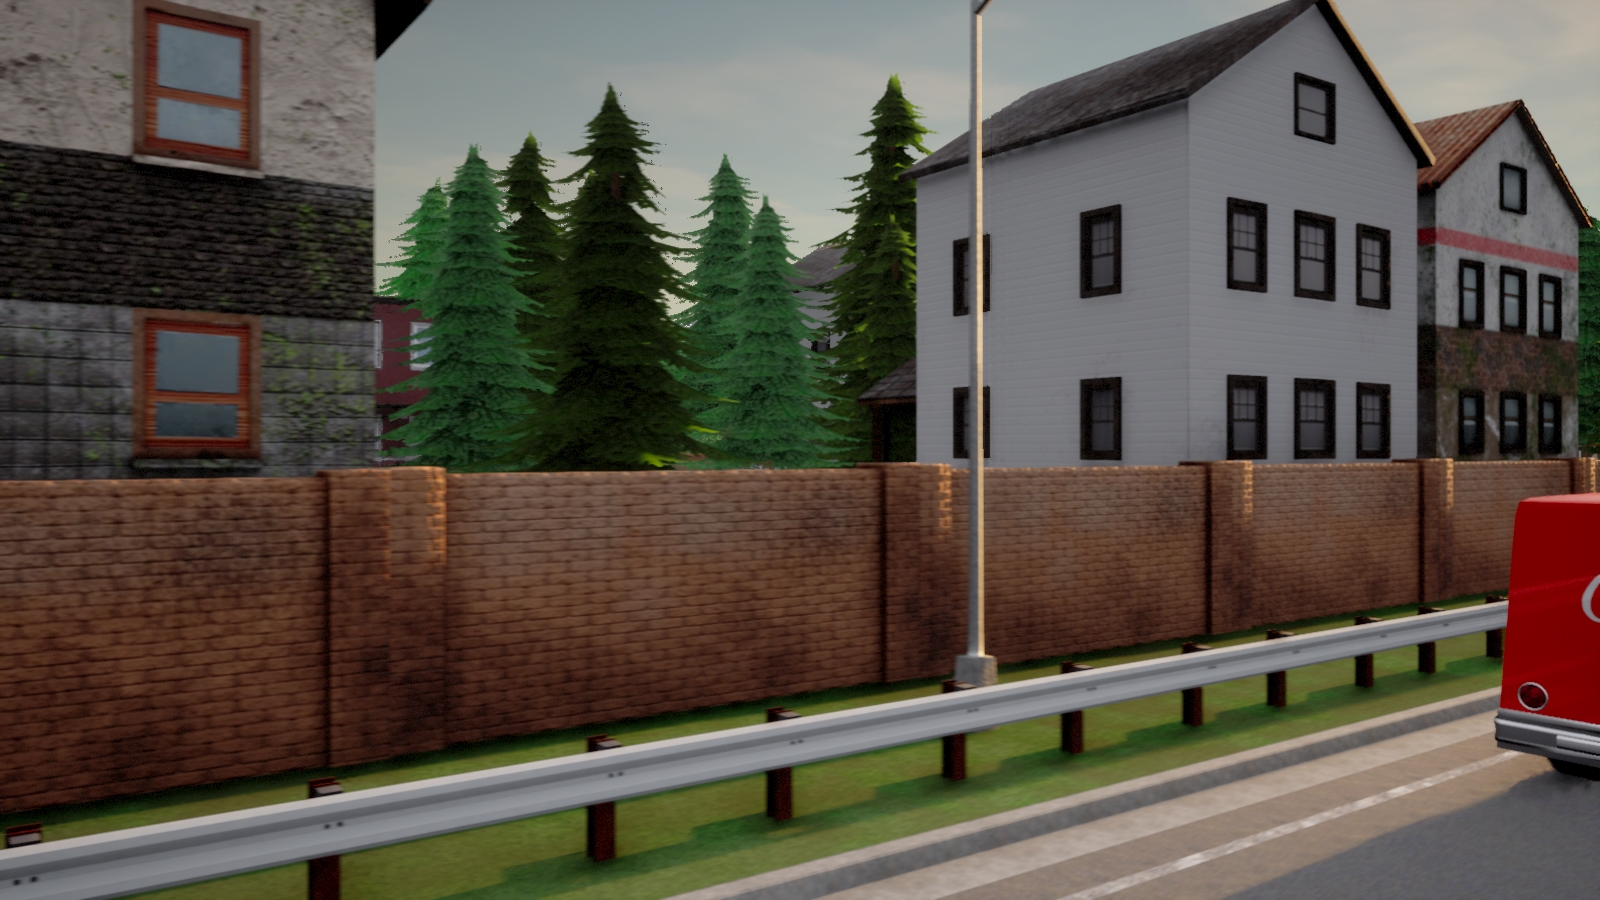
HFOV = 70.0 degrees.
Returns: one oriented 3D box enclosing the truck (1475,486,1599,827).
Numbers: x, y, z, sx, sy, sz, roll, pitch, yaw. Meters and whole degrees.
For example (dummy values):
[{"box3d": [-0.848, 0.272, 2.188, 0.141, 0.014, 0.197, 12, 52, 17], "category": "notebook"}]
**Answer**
[{"box3d": [8.311, 1.562, 9.602, 5.204, 2.467, 2.627, 0, 0, -35], "category": "truck"}]
